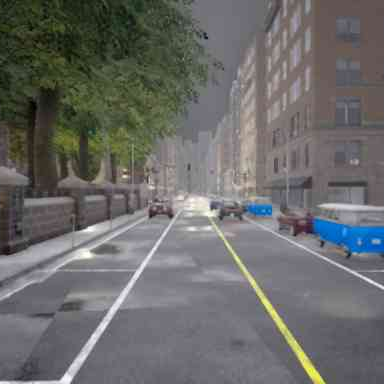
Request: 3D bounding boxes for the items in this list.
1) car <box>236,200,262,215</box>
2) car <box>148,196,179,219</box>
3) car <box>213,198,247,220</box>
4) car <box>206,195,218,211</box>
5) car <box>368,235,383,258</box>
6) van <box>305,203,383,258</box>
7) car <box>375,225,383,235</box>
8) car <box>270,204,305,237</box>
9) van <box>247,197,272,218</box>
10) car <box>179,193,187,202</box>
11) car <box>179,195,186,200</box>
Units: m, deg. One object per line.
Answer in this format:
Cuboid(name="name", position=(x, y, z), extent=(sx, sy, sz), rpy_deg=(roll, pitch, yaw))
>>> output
Cuboid(name="car", position=(5.926, 1.562, 35.091), extent=(1.947, 1.339, 4.313), rpy_deg=(0, 0, 0))
Cuboid(name="car", position=(-2.611, 1.299, 29.409), extent=(2.192, 1.841, 5.009), rpy_deg=(0, 0, 0))
Cuboid(name="car", position=(3.106, 1.502, 28.051), extent=(1.837, 1.490, 4.892), rpy_deg=(0, 0, 0))
Cuboid(name="car", position=(3.114, 1.462, 40.637), extent=(1.882, 1.535, 5.008), rpy_deg=(0, 0, 1))
Cuboid(name="car", position=(3.901, 1.514, 3.105), extent=(1.837, 1.490, 4.892), rpy_deg=(0, 0, 0))
Cuboid(name="van", position=(5.877, 1.352, 12.449), extent=(1.690, 1.788, 3.998), rpy_deg=(0, 0, 0))
Cuboid(name="car", position=(5.864, 1.594, 6.789), extent=(1.802, 1.307, 4.206), rpy_deg=(0, 0, 0))
Cuboid(name="car", position=(5.889, 1.553, 18.110), extent=(1.887, 1.381, 4.507), rpy_deg=(0, 0, 0))
Cuboid(name="van", position=(5.914, 1.342, 29.431), extent=(1.690, 1.788, 3.998), rpy_deg=(0, 0, 0))
Cuboid(name="car", position=(-2.517, 1.457, 72.928), extent=(1.752, 1.417, 4.829), rpy_deg=(0, 0, 0))
Cuboid(name="car", position=(-2.482, 1.464, 89.450), extent=(1.887, 1.381, 4.507), rpy_deg=(0, 0, 0))
